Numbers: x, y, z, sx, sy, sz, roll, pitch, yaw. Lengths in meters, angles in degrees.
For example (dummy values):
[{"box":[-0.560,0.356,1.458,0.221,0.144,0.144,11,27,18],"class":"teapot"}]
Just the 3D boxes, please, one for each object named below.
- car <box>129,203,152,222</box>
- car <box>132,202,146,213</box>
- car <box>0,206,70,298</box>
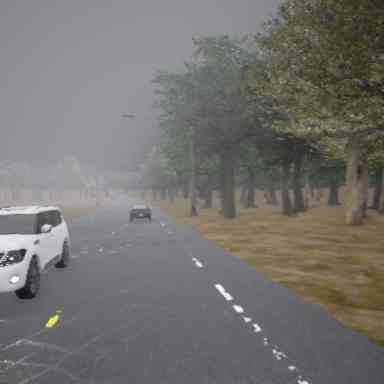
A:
[{"box":[-4.867,1.874,31.408,1.882,1.535,5.008,-2,-1,-10],"class":"car"},{"box":[-7.363,2.150,46.000,1.895,1.301,4.718,-2,0,-10],"class":"car"},{"box":[-4.966,1.454,9.264,2.150,2.045,5.566,-2,-1,-9],"class":"car"}]
